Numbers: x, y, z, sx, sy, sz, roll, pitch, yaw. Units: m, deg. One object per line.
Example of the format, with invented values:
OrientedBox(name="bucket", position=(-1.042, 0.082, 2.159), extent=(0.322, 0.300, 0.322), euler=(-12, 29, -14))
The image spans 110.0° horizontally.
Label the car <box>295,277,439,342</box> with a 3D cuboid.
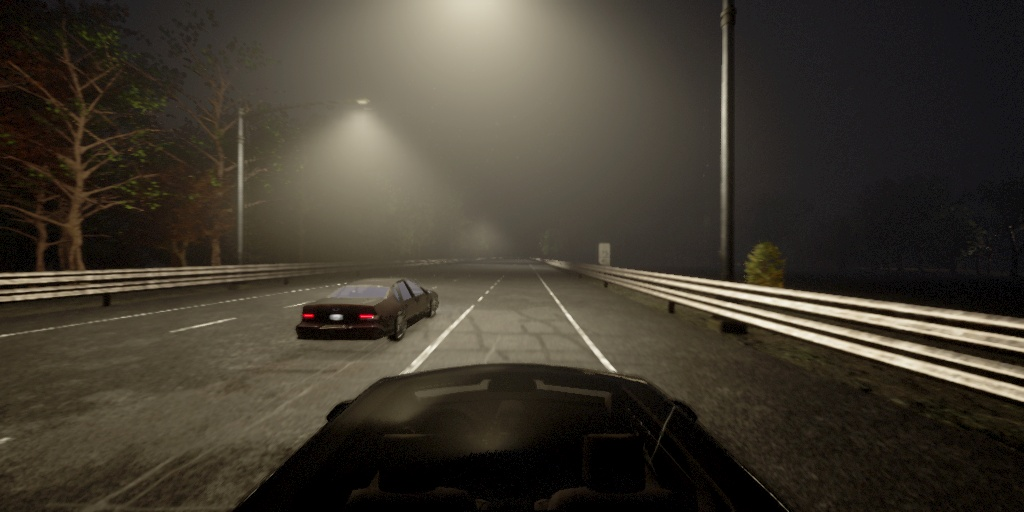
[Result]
OrientedBox(name="car", position=(-3.438, 1.277, 9.697), extent=(2.033, 1.411, 5.357), euler=(0, 0, 2))
